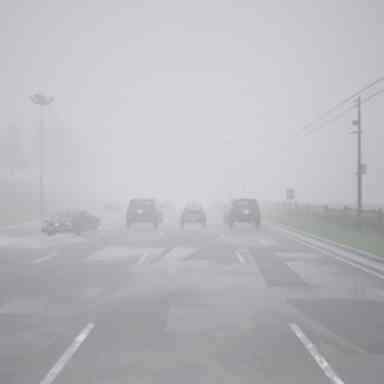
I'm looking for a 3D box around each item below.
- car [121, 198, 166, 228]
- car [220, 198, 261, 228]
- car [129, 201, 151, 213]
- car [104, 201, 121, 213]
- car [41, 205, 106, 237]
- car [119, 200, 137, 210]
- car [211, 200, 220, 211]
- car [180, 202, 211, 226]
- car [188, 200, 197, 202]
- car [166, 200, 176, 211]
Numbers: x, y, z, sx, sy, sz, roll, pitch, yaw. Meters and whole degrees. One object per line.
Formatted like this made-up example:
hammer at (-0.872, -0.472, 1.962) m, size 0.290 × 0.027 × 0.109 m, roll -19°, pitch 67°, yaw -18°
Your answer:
car at (-3.403, 1.466, 24.531) m, size 2.150 × 2.045 × 5.566 m, roll 0°, pitch 0°, yaw 0°
car at (3.597, 1.467, 24.604) m, size 2.150 × 2.045 × 5.566 m, roll 0°, pitch 0°, yaw 0°
car at (-7.001, 1.996, 45.299) m, size 2.033 × 1.411 × 5.357 m, roll 0°, pitch -1°, yaw 0°
car at (-10.505, 1.920, 44.755) m, size 1.882 × 1.535 × 5.008 m, roll 0°, pitch -1°, yaw 0°
car at (-6.902, 1.741, 19.506) m, size 2.033 × 1.411 × 5.357 m, roll 0°, pitch -1°, yaw 0°
car at (-10.506, 2.093, 55.174) m, size 2.033 × 1.411 × 5.357 m, roll 0°, pitch -1°, yaw 0°
car at (3.536, 1.963, 49.115) m, size 1.882 × 1.535 × 5.008 m, roll 0°, pitch 0°, yaw 1°
car at (0.098, 1.744, 25.395) m, size 2.128 × 1.511 × 4.902 m, roll 0°, pitch 0°, yaw 0°
car at (0.043, 1.970, 49.759) m, size 1.882 × 1.535 × 5.008 m, roll 0°, pitch 0°, yaw 1°
car at (-3.472, 1.984, 48.257) m, size 1.837 × 1.490 × 4.892 m, roll 0°, pitch 0°, yaw 1°
